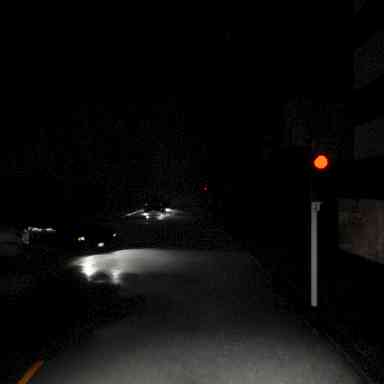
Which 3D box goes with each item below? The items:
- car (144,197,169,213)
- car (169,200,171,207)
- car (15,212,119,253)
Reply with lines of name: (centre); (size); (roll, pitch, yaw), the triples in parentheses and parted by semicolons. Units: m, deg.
car: (-4.117, 1.352, 37.612); (2.097, 1.767, 4.553); (0, 0, 0)
car: (-4.103, 1.601, 47.674); (1.895, 1.301, 4.718); (0, 0, 0)
car: (-5.389, 1.547, 13.880); (5.357, 1.411, 2.033); (0, 0, 39)
